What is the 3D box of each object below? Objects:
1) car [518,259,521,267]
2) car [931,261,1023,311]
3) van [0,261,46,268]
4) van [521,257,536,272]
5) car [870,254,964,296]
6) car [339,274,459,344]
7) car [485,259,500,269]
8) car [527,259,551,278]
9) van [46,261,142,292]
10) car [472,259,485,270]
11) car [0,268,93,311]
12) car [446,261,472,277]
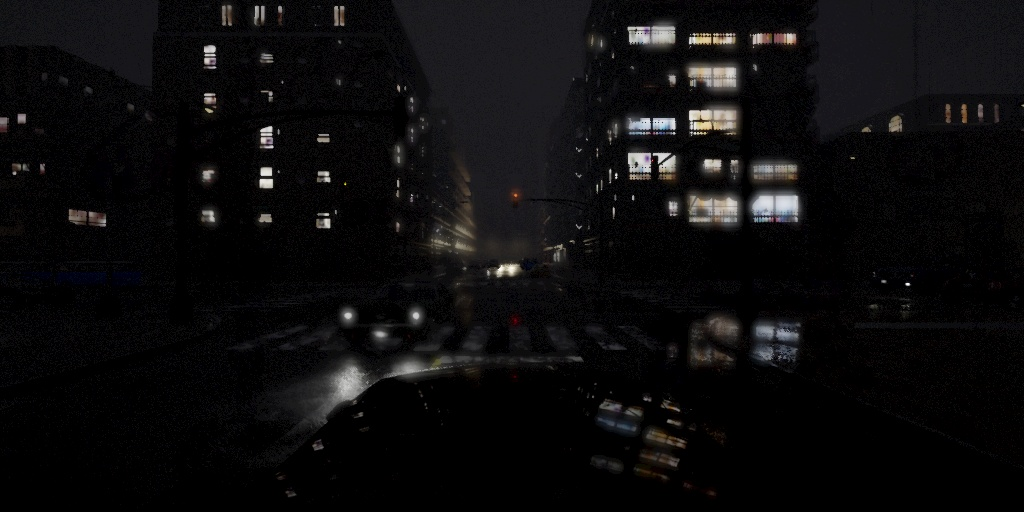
[{"bbox_3d":[2.436,1.100,53.041,2.192,1.841,5.009,0,0,0],"label":"car"},{"bbox_3d":[18.660,1.103,13.132,4.097,1.591,1.967,0,0,1],"label":"car"},{"bbox_3d":[-30.452,1.201,21.653,3.998,1.789,1.690,0,0,1],"label":"van"},{"bbox_3d":[2.482,1.119,47.388,1.690,1.789,3.998,0,0,0],"label":"van"},{"bbox_3d":[22.013,0.944,18.516,5.566,2.045,2.150,0,-1,1],"label":"car"},{"bbox_3d":[-2.770,1.353,9.774,1.895,1.301,4.718,0,0,0],"label":"car"},{"bbox_3d":[-2.888,1.243,56.176,1.837,1.490,4.892,0,0,0],"label":"car"},{"bbox_3d":[2.615,1.290,33.555,1.751,1.417,4.829,0,0,0],"label":"car"},{"bbox_3d":[-24.858,1.191,21.580,3.998,1.789,1.690,0,0,1],"label":"van"},{"bbox_3d":[-5.445,1.367,52.963,1.802,1.307,4.207,0,0,0],"label":"car"},{"bbox_3d":[-19.367,1.290,13.628,4.403,1.370,2.007,0,0,1],"label":"car"},{"bbox_3d":[-5.531,1.317,35.990,2.007,1.370,4.403,0,0,0],"label":"car"}]
